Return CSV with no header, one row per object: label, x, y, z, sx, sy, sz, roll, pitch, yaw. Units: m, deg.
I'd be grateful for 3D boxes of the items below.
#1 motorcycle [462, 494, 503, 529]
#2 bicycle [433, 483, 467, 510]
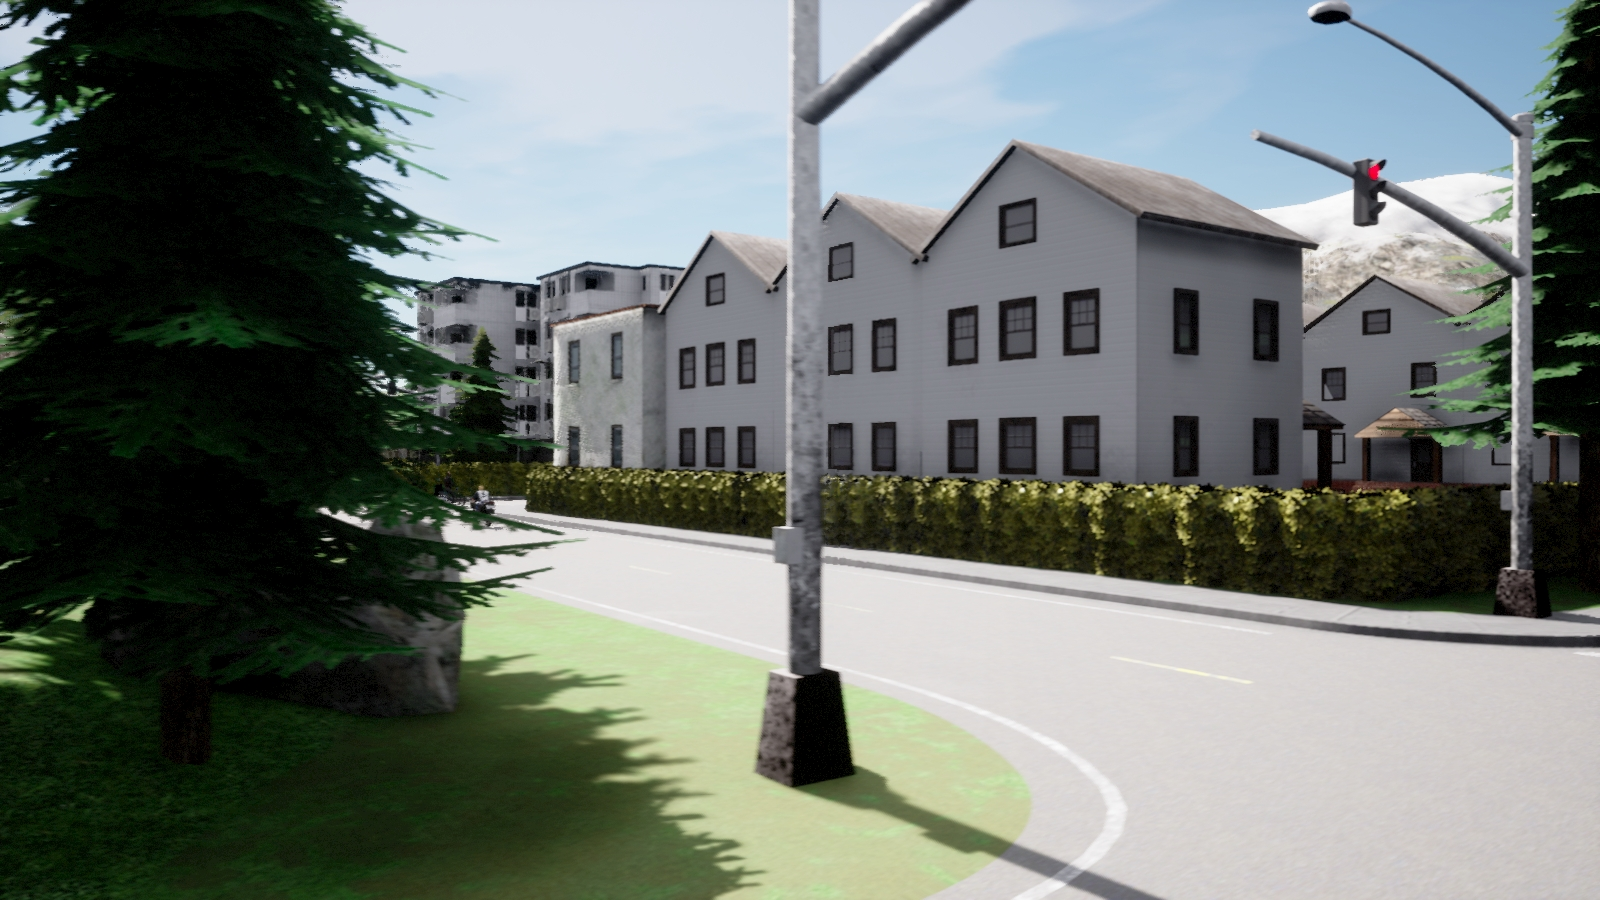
motorcycle,-11.482,2.202,41.225,0.803,1.145,2.033,0,0,-35
bicycle,-16.693,2.201,54.540,0.329,1.171,1.835,6,3,25
